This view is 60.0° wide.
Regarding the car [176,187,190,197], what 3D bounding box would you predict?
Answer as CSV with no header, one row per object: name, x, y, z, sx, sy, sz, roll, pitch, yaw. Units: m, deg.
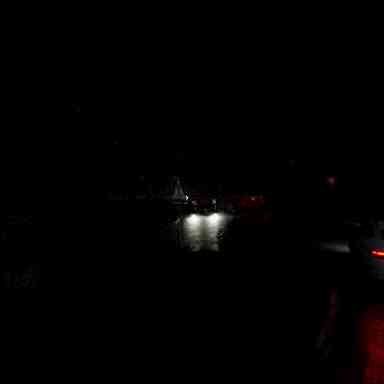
car,-1.620,-0.094,58.225,2.033,1.411,5.357,-3,2,-4

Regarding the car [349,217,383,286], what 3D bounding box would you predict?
car,5.212,1.350,8.485,1.812,1.442,4.674,-3,0,21

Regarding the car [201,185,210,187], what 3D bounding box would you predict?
car,2.389,-0.415,59.608,1.837,1.490,4.892,-3,2,-4

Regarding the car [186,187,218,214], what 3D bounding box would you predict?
car,0.786,0.752,28.084,2.097,1.767,4.553,-3,2,-6

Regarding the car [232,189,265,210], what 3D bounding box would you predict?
car,4.776,0.497,28.858,2.097,1.767,4.553,-3,2,-3
